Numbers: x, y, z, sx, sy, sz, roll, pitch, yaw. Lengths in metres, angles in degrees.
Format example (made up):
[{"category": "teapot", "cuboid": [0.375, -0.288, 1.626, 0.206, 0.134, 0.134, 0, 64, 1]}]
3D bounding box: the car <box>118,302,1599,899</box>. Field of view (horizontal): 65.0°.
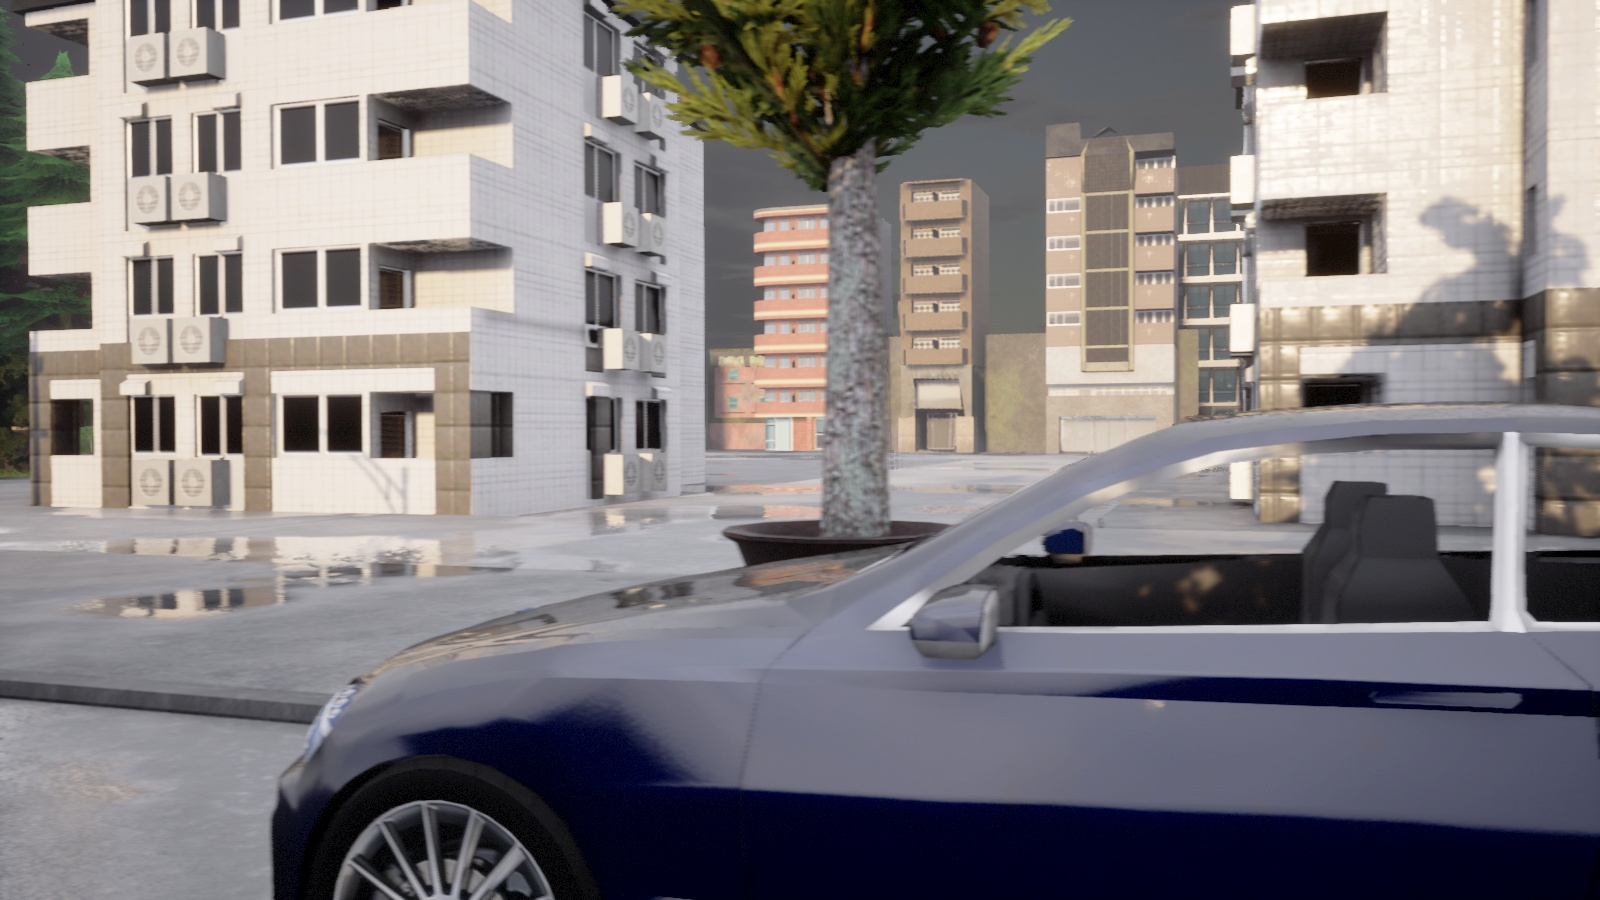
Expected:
[{"category": "car", "cuboid": [1.016, 0.555, 3.375, 5.027, 1.651, 2.152, 1, 1, 19]}]
